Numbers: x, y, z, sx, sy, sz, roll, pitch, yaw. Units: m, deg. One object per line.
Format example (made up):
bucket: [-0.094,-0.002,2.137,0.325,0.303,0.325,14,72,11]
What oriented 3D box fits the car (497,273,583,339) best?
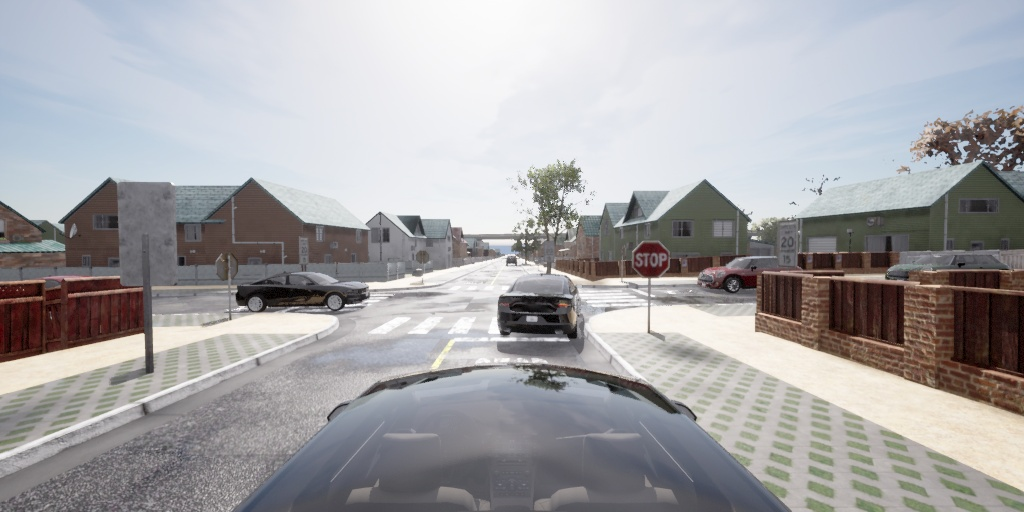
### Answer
car: [0.948,1.224,10.251,1.882,1.535,5.008,0,0,12]

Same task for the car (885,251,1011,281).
car: [21.683,0.646,17.955,4.553,1.767,2.097,-1,2,0]

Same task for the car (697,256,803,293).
car: [11.788,0.820,17.872,4.553,1.767,2.097,-1,2,0]

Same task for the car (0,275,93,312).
car: [-18.036,1.547,14.694,5.008,1.535,1.882,-1,2,0]

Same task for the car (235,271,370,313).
car: [-8.483,1.377,14.767,5.008,1.535,1.882,-1,2,0]
